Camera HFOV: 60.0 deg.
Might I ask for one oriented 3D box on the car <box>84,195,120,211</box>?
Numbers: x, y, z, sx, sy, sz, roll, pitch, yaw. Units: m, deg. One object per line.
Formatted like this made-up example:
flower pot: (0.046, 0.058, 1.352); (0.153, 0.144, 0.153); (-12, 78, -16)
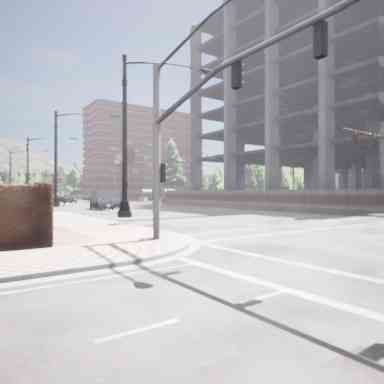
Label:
car: (-11.094, 1.483, 40.748); (2.128, 1.511, 4.902); (0, 0, -35)

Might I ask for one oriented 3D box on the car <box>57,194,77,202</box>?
car: (-20.114, 1.001, 53.807); (2.097, 1.767, 4.553); (0, 0, -35)

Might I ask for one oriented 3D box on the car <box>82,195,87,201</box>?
car: (-24.387, 1.349, 78.239); (1.812, 1.442, 4.674); (0, 0, -35)
